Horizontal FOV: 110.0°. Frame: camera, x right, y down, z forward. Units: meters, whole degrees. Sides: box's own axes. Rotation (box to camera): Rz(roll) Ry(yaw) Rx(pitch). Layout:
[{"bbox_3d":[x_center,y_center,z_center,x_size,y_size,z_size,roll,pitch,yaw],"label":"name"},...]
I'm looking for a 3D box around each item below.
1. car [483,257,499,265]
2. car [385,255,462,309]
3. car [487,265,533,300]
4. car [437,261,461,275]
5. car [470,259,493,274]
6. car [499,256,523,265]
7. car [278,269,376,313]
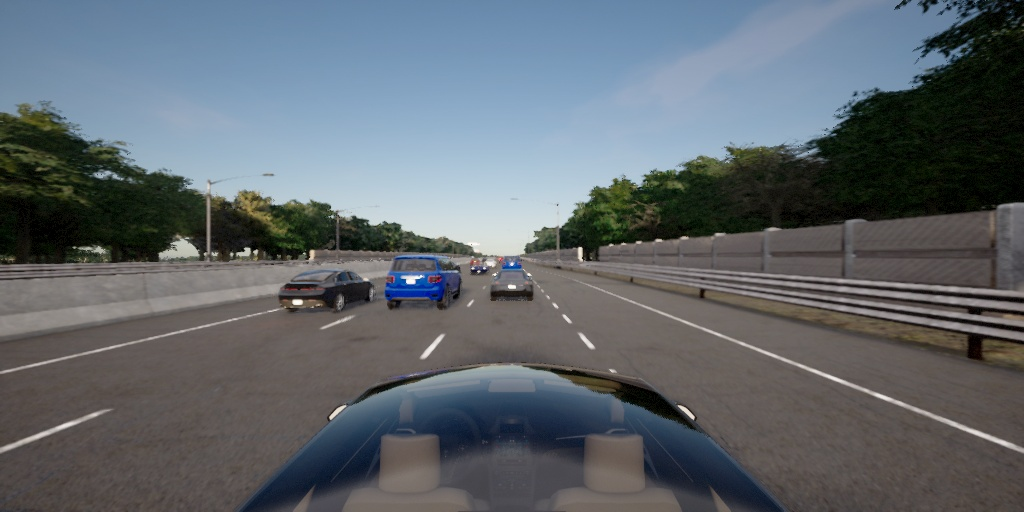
[{"bbox_3d":[-3.508,1.275,58.265,1.812,1.442,4.674,0,0,0],"label":"car"},{"bbox_3d":[-3.504,0.975,15.081,2.150,2.045,5.566,0,0,0],"label":"car"},{"bbox_3d":[-0.003,1.316,17.704,1.994,1.385,4.181,0,0,0],"label":"car"},{"bbox_3d":[-7.006,1.309,40.190,1.994,1.385,4.181,0,0,0],"label":"car"},{"bbox_3d":[-3.506,1.346,40.210,1.895,1.301,4.718,0,0,0],"label":"car"},{"bbox_3d":[-0.006,0.967,40.271,2.150,2.045,5.566,0,0,0],"label":"car"},{"bbox_3d":[-7.002,1.260,14.123,1.837,1.490,4.892,0,0,0],"label":"car"}]
